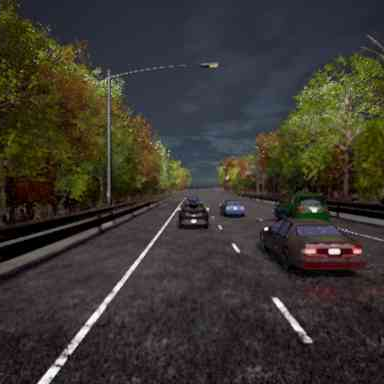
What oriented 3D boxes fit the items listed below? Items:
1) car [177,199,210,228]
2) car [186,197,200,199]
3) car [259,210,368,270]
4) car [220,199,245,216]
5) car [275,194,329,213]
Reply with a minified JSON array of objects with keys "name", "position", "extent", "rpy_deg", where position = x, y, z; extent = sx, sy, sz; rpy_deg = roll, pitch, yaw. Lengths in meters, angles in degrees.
[{"name":"car","position":[0.103,1.431,21.782],"extent":[1.837,1.490,4.892],"rpy_deg":[0,1,0]},{"name":"car","position":[0.107,1.275,41.445],"extent":[1.994,1.385,4.181],"rpy_deg":[0,1,0]},{"name":"car","position":[3.601,1.543,10.928],"extent":[2.033,1.411,5.357],"rpy_deg":[0,0,0]},{"name":"car","position":[3.606,1.383,30.190],"extent":[2.033,1.411,5.357],"rpy_deg":[0,1,0]},{"name":"car","position":[7.106,1.145,21.996],"extent":[2.150,2.045,5.566],"rpy_deg":[0,1,0]}]
